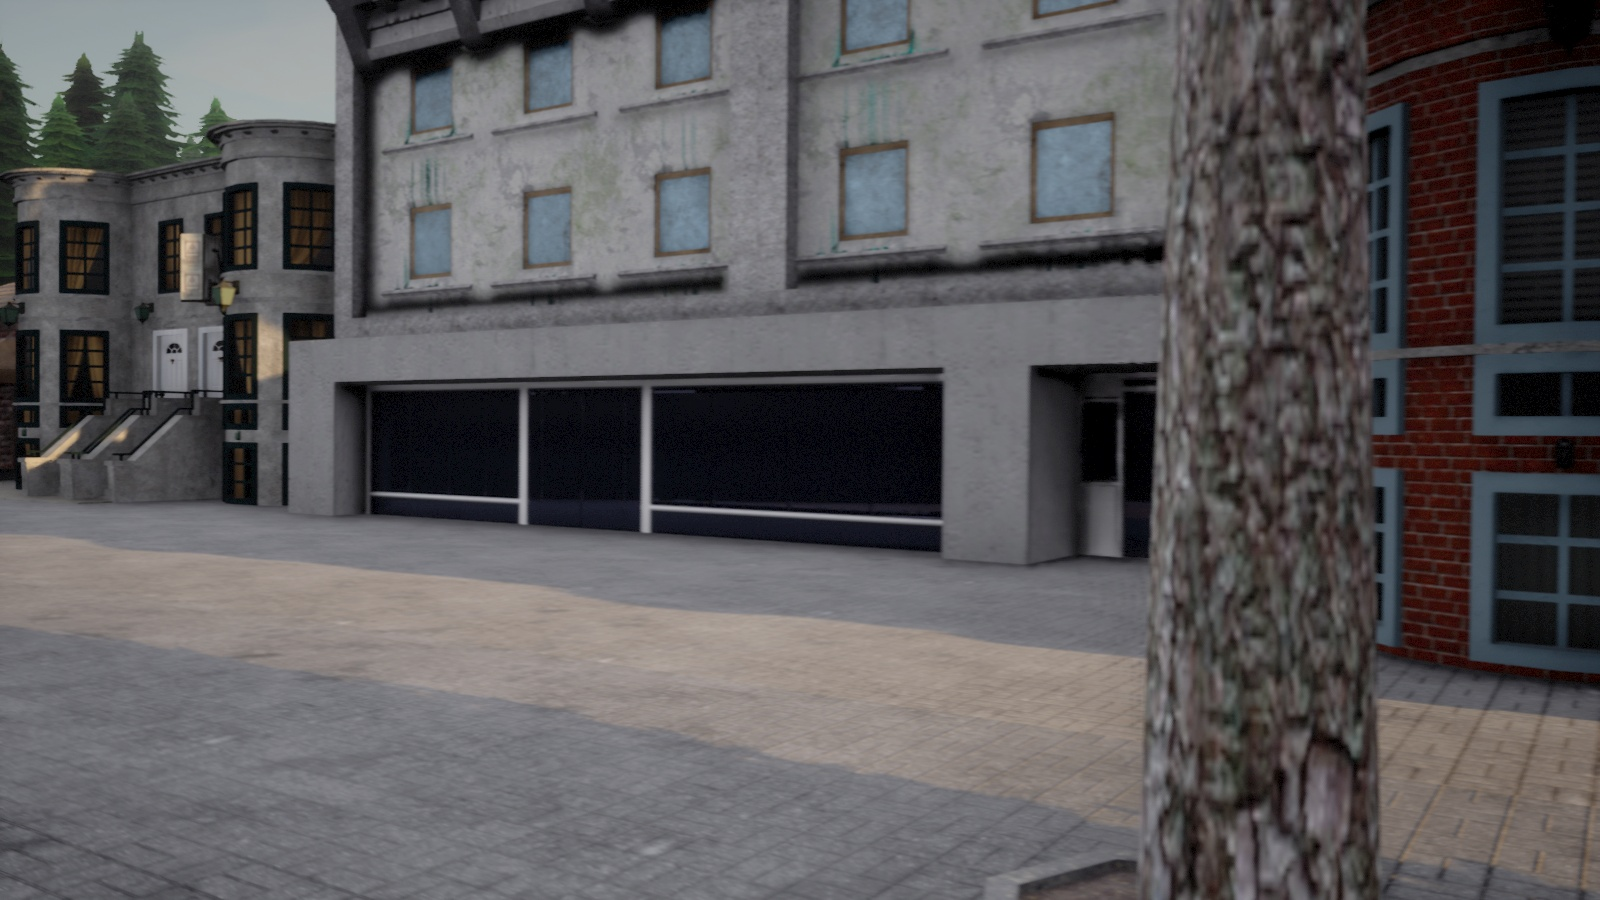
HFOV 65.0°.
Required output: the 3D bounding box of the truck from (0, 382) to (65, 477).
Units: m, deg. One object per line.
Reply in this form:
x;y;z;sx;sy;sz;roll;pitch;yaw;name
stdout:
-34.684;-0.808;50.449;2.891;3.827;8.468;0;1;34;truck
